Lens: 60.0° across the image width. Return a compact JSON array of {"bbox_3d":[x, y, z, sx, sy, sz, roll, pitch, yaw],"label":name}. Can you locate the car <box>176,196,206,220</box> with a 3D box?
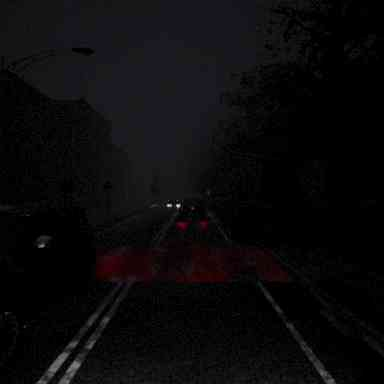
[{"bbox_3d":[0.069,1.263,27.556,2.097,1.767,4.553,0,0,1],"label":"car"}]

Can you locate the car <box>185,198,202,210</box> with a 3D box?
[{"bbox_3d":[0.164,1.445,41.980,2.033,1.411,5.357,0,0,1],"label":"car"}]

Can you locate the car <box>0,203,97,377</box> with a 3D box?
[{"bbox_3d":[-3.338,1.233,5.822,2.150,2.045,5.566,0,-1,0],"label":"car"}]

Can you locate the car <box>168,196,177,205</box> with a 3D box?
[{"bbox_3d":[-3.104,1.471,58.465,1.882,1.535,5.008,0,0,1],"label":"car"}]
